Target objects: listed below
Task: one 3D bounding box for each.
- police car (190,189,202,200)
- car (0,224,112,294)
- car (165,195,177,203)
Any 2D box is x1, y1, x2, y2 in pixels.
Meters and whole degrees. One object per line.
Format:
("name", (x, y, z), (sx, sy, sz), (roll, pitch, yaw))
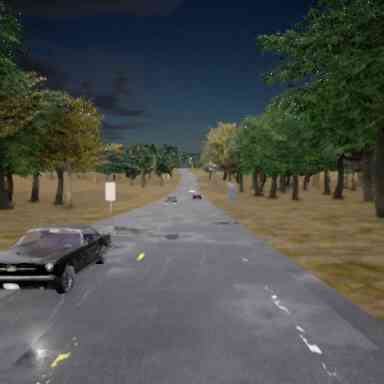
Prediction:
("police car", (1.031, 0.808, 69.337), (1.930, 1.638, 5.238), (0, 1, 0))
("car", (-3.603, 1.585, 8.851), (1.895, 1.301, 4.718), (0, 0, 0))
("car", (-3.559, 1.163, 57.719), (2.033, 1.411, 5.357), (0, 1, 1))
